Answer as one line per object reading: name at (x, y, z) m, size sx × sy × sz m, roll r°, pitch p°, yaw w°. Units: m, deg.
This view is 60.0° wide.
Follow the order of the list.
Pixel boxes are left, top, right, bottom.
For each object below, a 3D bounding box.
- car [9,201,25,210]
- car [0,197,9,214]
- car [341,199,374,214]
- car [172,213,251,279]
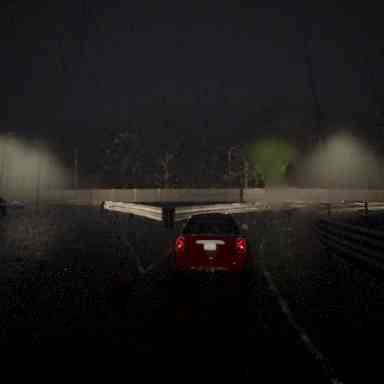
car at (-26.814, 2.007, 50.421) m, size 1.994 × 1.385 × 4.181 m, roll 0°, pitch -1°, yaw -38°
car at (-23.595, 1.575, 39.799) m, size 2.150 × 2.045 × 5.566 m, roll 1°, pitch 0°, yaw -32°
car at (20.715, 1.714, 41.534) m, size 4.553 × 1.767 × 2.097 m, roll 0°, pitch -1°, yaw -32°
car at (0.721, 1.445, 10.605) m, size 2.097 × 1.767 × 4.553 m, roll 0°, pitch -1°, yaw 7°
